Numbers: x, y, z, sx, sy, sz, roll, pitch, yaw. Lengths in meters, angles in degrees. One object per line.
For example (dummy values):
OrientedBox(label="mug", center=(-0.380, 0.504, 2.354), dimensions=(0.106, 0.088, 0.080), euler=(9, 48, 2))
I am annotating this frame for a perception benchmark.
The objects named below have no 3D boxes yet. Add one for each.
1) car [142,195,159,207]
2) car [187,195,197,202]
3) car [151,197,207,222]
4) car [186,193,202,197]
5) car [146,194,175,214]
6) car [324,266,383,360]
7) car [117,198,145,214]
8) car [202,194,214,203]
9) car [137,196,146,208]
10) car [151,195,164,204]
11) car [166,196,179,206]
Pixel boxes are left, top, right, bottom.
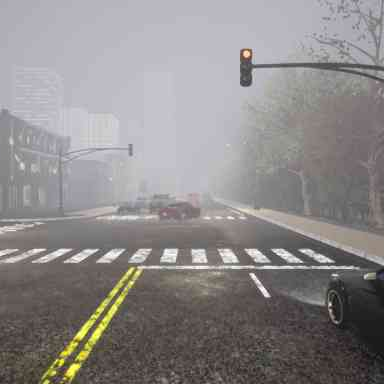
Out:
OrientedBox(label="car", center=(-6.562, 1.333, 53.131), dimensions=(2.097, 1.767, 4.553), euler=(0, 0, 0))
OrientedBox(label="car", center=(0.039, 1.494, 76.870), dimensions=(2.128, 1.511, 4.902), euler=(0, 0, 0))
OrientedBox(label="car", center=(-0.901, 1.471, 26.557), dimensions=(1.882, 1.535, 5.008), euler=(1, 1, 26))
OrientedBox(label="car", center=(0.130, 1.199, 59.211), dimensions=(2.150, 2.045, 5.566), euler=(0, 0, 0))
OrientedBox(label="car", center=(-3.322, 1.210, 36.283), dimensions=(2.150, 2.045, 5.566), euler=(0, 0, 0))
OrientedBox(label="car", center=(3.351, 1.563, 4.272), dimensions=(1.994, 1.385, 4.181), euler=(0, 0, 0))
OrientedBox(label="car", center=(-6.589, 1.590, 35.331), dimensions=(1.895, 1.301, 4.718), euler=(0, 0, 1))
OrientedBox(label="car", center=(3.384, 1.576, 66.911), dimensions=(1.895, 1.301, 4.718), euler=(0, 0, 0))
OrientedBox(label="car", center=(-6.567, 1.337, 44.242), dimensions=(2.097, 1.767, 4.553), euler=(0, 0, 0))
OrientedBox(label="car", center=(-6.522, 1.454, 63.575), dimensions=(1.882, 1.535, 5.008), euler=(0, 0, 1))
OrientedBox(label="car", center=(-3.306, 1.457, 56.517), dimensions=(1.882, 1.535, 5.008), euler=(0, 0, 0))
